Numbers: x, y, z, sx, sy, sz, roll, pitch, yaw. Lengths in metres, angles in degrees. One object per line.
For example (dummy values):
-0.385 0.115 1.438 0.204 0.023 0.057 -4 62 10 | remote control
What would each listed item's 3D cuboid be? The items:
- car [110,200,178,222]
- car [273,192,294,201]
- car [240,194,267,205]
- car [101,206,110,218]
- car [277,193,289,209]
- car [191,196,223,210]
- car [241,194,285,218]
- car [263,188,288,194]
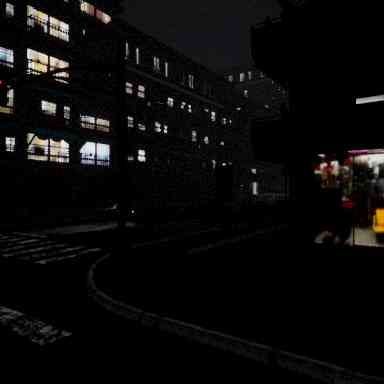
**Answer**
-3.129 1.298 23.432 1.895 1.301 4.718 0 1 35 | car
14.710 0.719 53.210 1.947 1.339 4.313 1 1 35 | car
8.187 0.916 43.957 1.802 1.307 4.206 1 1 35 | car
-4.966 1.264 25.524 1.947 1.339 4.313 1 1 35 | car
8.492 1.065 29.841 1.802 1.307 4.206 1 1 35 | car
1.664 1.081 34.707 1.947 1.339 4.313 1 1 35 | car
5.289 1.118 25.173 1.887 1.381 4.507 1 1 35 | car
10.651 0.538 42.919 2.150 2.045 5.566 0 1 36 | car
